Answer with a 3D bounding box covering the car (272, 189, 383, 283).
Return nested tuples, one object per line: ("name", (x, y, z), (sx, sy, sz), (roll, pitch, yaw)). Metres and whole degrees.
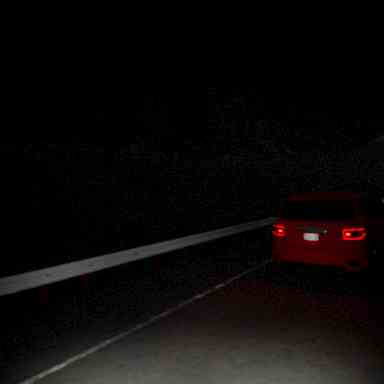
("car", (4.056, 0.961, 9.230), (2.150, 2.045, 5.566), (-1, 1, 35))
